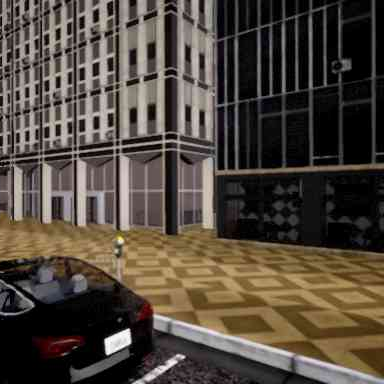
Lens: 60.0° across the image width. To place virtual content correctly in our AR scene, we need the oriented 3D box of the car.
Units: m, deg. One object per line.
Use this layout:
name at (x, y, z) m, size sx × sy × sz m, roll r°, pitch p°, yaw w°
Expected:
car at (-2.451, 1.574, 4.624) m, size 4.313 × 1.339 × 1.947 m, roll 0°, pitch 0°, yaw 35°
